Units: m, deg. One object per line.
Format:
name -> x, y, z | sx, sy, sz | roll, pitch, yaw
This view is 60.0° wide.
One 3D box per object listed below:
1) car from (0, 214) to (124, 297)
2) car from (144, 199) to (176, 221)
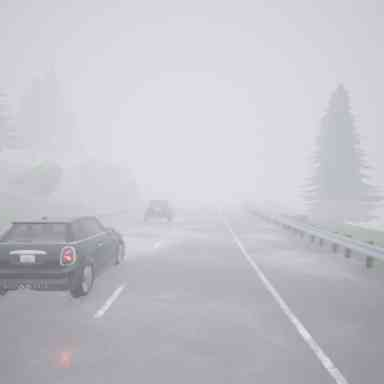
car -> -3.237, 1.355, 8.772 | 2.097, 1.767, 4.553 | 0, 0, 1
car -> -2.511, 1.360, 27.289 | 2.097, 1.767, 4.553 | 0, 0, 3
